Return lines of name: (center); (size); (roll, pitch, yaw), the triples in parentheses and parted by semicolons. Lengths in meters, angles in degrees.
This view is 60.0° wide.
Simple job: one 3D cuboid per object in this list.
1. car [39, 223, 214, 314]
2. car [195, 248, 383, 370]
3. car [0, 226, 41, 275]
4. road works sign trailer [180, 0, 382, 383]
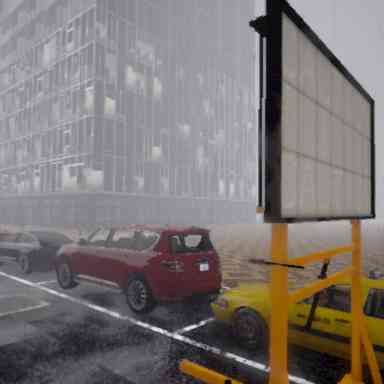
car: (-1.564, 1.711, 8.571); (5.009, 1.841, 2.192); (-1, -5, 40)
car: (2.515, 1.834, 5.102); (4.829, 1.417, 1.752); (-1, -5, 40)
car: (-5.786, 2.052, 12.123); (4.313, 1.339, 1.947); (-1, -5, 40)
road works sign trailer: (1.016, 0.637, 2.903); (2.880, 3.560, 2.380); (-1, -4, 40)
